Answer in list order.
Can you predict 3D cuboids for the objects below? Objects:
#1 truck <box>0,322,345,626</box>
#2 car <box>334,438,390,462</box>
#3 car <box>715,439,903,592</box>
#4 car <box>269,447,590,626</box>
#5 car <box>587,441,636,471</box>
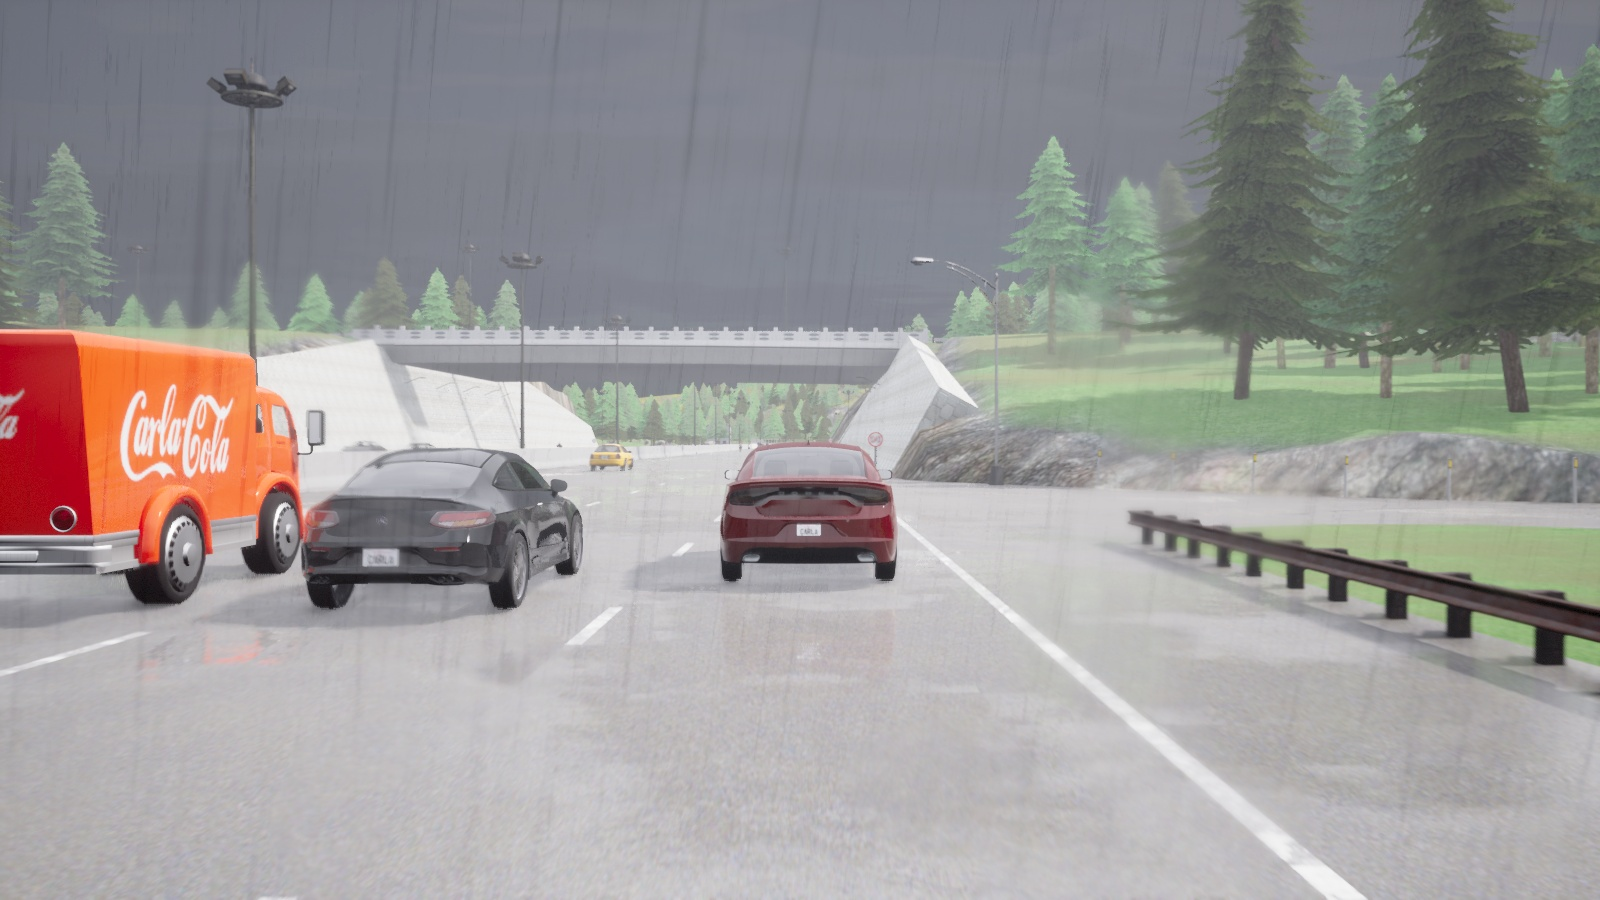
[{"bbox_3d":[-6.912,0.182,12.805,2.627,2.467,5.204,0,0,0],"label":"truck"},{"bbox_3d":[-30.979,-0.001,88.946,2.152,1.651,5.027,0,0,0],"label":"car"},{"bbox_3d":[0.101,0.639,15.087,1.882,1.535,5.008,0,0,0],"label":"car"},{"bbox_3d":[-3.413,0.699,12.579,1.812,1.442,4.674,0,0,0],"label":"car"},{"bbox_3d":[-10.100,0.296,67.611,1.801,1.575,5.366,0,0,0],"label":"car"}]
